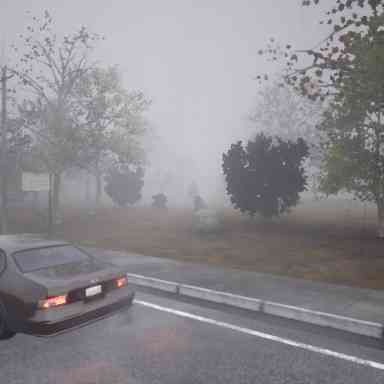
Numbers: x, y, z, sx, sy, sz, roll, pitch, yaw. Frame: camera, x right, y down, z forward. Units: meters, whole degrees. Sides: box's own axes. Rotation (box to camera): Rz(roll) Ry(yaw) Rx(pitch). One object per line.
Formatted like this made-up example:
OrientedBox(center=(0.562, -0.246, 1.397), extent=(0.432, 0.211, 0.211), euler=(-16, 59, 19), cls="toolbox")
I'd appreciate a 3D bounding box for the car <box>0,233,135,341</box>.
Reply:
OrientedBox(center=(-3.543, 1.547, 6.511), extent=(5.357, 1.411, 2.033), euler=(0, 0, 35), cls="car")
